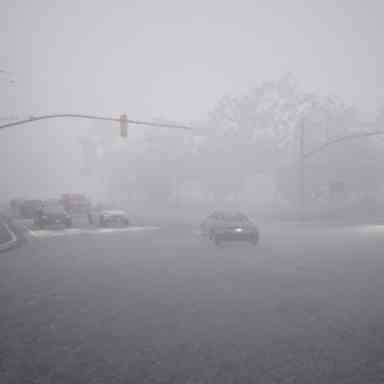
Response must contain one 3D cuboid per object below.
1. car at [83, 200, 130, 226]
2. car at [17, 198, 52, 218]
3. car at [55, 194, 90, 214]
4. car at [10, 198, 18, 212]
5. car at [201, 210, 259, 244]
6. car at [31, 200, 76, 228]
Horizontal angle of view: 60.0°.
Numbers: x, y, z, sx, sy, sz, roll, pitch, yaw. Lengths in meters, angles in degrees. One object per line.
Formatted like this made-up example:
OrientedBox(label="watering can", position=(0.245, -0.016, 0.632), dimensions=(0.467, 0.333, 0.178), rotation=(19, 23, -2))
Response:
OrientedBox(label="car", position=(-5.981, 1.522, 23.518), dimensions=(1.812, 1.442, 4.674), rotation=(0, 0, -32))
OrientedBox(label="car", position=(-14.390, 1.494, 30.240), dimensions=(1.837, 1.490, 4.892), rotation=(0, 0, -32))
OrientedBox(label="car", position=(-11.177, 1.209, 31.714), dimensions=(2.150, 2.045, 5.566), rotation=(0, 0, -33))
OrientedBox(label="car", position=(-20.069, 1.434, 39.015), dimensions=(1.882, 1.535, 5.008), rotation=(0, 0, -34))
OrientedBox(label="car", position=(1.677, 1.559, 15.835), dimensions=(1.994, 1.385, 4.181), rotation=(0, 0, -8))
OrientedBox(label="car", position=(-9.429, 1.523, 22.426), dimensions=(1.812, 1.442, 4.674), rotation=(0, 0, -31))
